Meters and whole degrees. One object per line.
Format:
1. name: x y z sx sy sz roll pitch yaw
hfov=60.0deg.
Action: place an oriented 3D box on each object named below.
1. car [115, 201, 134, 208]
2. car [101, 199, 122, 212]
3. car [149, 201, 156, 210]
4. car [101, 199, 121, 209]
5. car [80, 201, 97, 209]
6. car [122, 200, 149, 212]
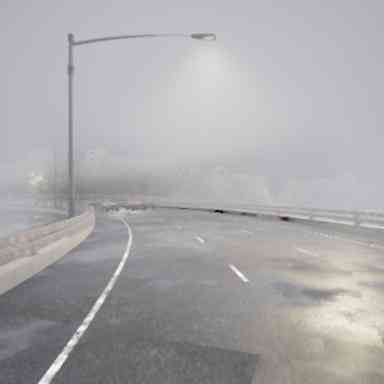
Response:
1. car: -13.059 2.381 64.256 1.994 1.385 4.181 0 -1 -37
2. car: -12.071 2.162 48.998 1.812 1.442 4.674 0 -1 -28
3. car: -7.671 2.160 55.593 2.128 1.511 4.902 0 -1 -31
4. car: -14.804 2.137 60.564 2.097 1.767 4.553 0 -1 -34
5. car: -18.706 2.340 60.108 1.812 1.442 4.674 0 -1 -37
6. car: -8.510 2.090 49.714 1.882 1.535 5.008 0 -1 -27
